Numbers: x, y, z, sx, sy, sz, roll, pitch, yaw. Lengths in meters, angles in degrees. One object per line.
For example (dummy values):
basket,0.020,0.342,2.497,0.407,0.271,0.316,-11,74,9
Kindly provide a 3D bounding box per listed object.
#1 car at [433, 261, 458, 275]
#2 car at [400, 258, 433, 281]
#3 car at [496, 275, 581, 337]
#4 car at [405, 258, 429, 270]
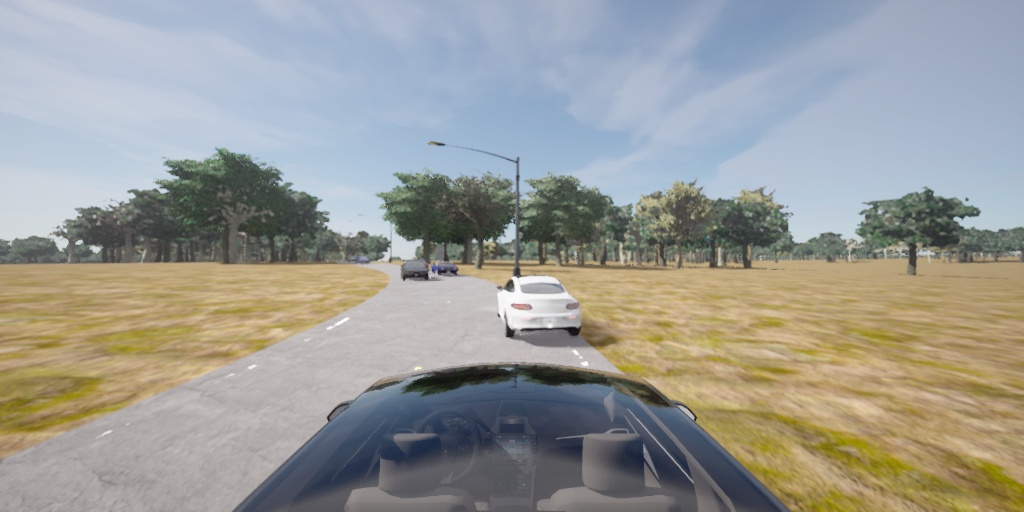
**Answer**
car,-6.693,1.167,34.892,1.895,1.301,4.718,1,0,-23
car,-7.631,1.071,27.970,1.882,1.535,5.008,0,0,-19
car,0.588,1.248,10.086,1.812,1.442,4.674,0,0,-6
car,-12.418,1.002,46.581,1.994,1.385,4.181,1,0,-30
